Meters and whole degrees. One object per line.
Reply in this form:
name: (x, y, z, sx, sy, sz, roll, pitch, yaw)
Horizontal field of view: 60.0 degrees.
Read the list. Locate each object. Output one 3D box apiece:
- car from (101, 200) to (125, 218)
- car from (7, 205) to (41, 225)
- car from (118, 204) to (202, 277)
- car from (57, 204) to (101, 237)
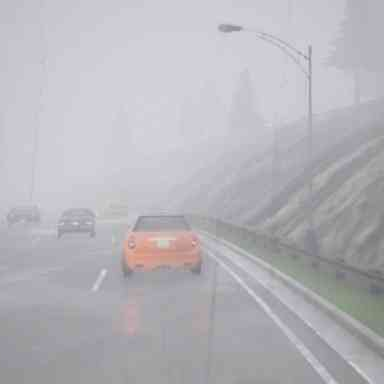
car: (-7.183, 1.446, 30.164, 1.882, 1.535, 5.008, 0, 0, -25)
car: (-12.034, 1.603, 24.112, 1.895, 1.301, 4.718, 0, 0, -22)
car: (-1.034, 1.335, 10.519, 2.097, 1.767, 4.553, 0, 0, -8)
car: (-6.184, 1.537, 18.073, 2.033, 1.411, 5.357, 0, 0, -16)
